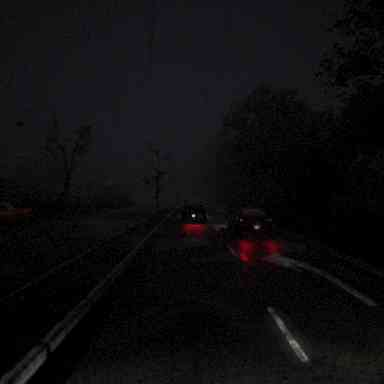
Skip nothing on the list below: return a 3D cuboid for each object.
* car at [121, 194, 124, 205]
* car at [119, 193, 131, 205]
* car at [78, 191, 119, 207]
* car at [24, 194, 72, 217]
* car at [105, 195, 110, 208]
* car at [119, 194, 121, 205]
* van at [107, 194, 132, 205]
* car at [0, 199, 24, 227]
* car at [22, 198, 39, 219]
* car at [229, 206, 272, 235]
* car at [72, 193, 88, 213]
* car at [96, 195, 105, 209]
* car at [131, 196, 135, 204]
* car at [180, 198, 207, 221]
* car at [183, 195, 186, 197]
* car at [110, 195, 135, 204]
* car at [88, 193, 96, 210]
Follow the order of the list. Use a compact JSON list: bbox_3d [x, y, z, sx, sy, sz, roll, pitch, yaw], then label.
[{"bbox_3d":[-13.752,1.557,53.343,4.674,1.452,2.002,-1,0,-20],"label":"car"},{"bbox_3d":[-13.772,1.280,56.341,5.566,2.045,2.435,-1,0,-20],"label":"car"},{"bbox_3d":[-13.804,1.238,47.327,5.566,2.045,2.435,-1,0,-20],"label":"car"},{"bbox_3d":[-13.822,1.185,29.316,5.566,2.045,2.435,-1,0,-20],"label":"car"},{"bbox_3d":[-13.804,1.506,44.323,4.792,1.488,2.163,-1,0,-20],"label":"car"},{"bbox_3d":[-13.943,1.502,50.276,5.366,1.575,1.946,-1,0,-20],"label":"car"},{"bbox_3d":[-13.582,1.333,62.413,4.442,1.987,1.878,-1,-1,-19],"label":"van"},{"bbox_3d":[-13.629,1.436,20.399,5.366,1.575,1.946,-1,0,-20],"label":"car"},{"bbox_3d":[-13.974,1.438,23.265,5.366,1.575,1.946,-1,0,-20],"label":"car"},{"bbox_3d":[3.108,1.479,18.236,1.812,1.442,4.674,0,0,0],"label":"car"},{"bbox_3d":[-13.759,1.319,35.343,4.553,1.767,2.185,-1,0,-20],"label":"car"},{"bbox_3d":[-13.790,1.466,41.338,4.892,1.521,2.231,-1,0,-20],"label":"car"},{"bbox_3d":[-13.699,1.294,59.377,5.566,2.045,2.435,-1,-1,-20],"label":"car"},{"bbox_3d":[0.111,1.449,26.280,1.837,1.490,4.892,0,0,0],"label":"car"},{"bbox_3d":[0.097,1.503,42.910,1.812,1.442,4.674,0,0,0],"label":"car"},{"bbox_3d":[-13.606,1.448,65.391,4.553,1.767,2.185,-1,0,-19],"label":"car"},{"bbox_3d":[-13.819,1.329,38.329,4.553,1.767,2.185,-1,0,-20],"label":"car"}]
